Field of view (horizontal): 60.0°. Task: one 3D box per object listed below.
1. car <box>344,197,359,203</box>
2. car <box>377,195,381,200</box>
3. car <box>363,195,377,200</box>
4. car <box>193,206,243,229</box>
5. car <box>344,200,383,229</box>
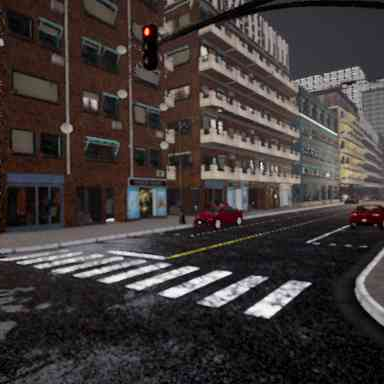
[{"bbox_3d":[27.419,1.455,57.071,1.947,1.339,4.313,-1,-1,36],"label":"car"},{"bbox_3d":[44.228,1.335,79.979,1.947,1.339,4.313,-2,-1,36],"label":"car"},{"bbox_3d":[37.505,1.398,70.816,1.802,1.307,4.206,-2,-1,36],"label":"car"},{"bbox_3d":[1.806,1.631,22.380,1.887,1.381,4.507,-1,-1,36],"label":"car"},{"bbox_3d":[10.730,1.399,19.988,1.887,1.381,4.507,-1,-1,36],"label":"car"}]
